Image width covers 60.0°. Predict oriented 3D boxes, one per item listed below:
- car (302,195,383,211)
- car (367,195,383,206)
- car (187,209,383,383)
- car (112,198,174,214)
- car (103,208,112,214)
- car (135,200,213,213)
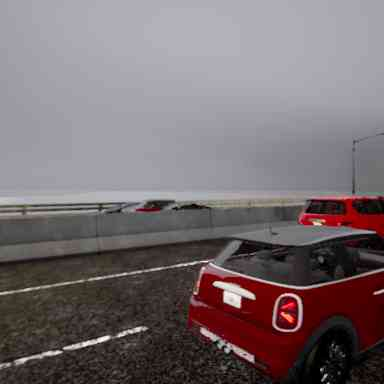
[{"bbox_3d":[6.299,1.156,12.494,5.566,2.045,2.150,-1,0,-35],"label":"car"},{"bbox_3d":[28.188,1.222,49.234,4.892,1.490,1.837,0,0,-34],"label":"car"},{"bbox_3d":[2.227,1.326,5.320,4.553,1.767,2.097,0,0,-35],"label":"car"},{"bbox_3d":[-2.861,1.290,23.406,4.553,1.767,2.097,0,0,-35],"label":"car"},{"bbox_3d":[-4.856,1.502,26.282,4.181,1.385,1.994,0,0,-35],"label":"car"},{"bbox_3d":[-0.735,1.443,20.623,4.892,1.490,1.837,0,0,-35],"label":"car"}]
